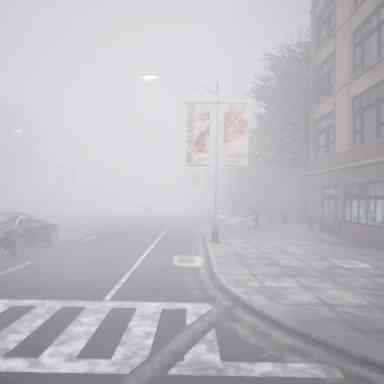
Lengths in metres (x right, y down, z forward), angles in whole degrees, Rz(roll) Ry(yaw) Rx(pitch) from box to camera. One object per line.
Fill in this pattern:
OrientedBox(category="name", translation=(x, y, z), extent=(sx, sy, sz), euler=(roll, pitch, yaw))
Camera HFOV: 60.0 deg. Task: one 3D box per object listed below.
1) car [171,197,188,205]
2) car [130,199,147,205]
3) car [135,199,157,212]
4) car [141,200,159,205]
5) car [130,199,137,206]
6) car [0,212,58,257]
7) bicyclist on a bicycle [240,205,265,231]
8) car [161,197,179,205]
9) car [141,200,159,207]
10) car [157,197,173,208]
OrientedBox(category="car", translation=(-2.974, 2.720, 86.131), extent=(2.128, 1.511, 4.902), euler=(1, -1, 31))
OrientedBox(category="car", translation=(-13.001, 2.443, 80.463), extent=(2.002, 1.452, 4.674), euler=(1, -1, 20))
OrientedBox(category="car", translation=(-6.722, 2.118, 49.314), extent=(1.812, 1.442, 4.674), euler=(1, -1, 1))
OrientedBox(category="car", translation=(-10.803, 2.636, 85.752), extent=(1.895, 1.301, 4.718), euler=(1, -1, 30))
OrientedBox(category="car", translation=(-12.014, 2.366, 73.525), extent=(1.812, 1.442, 4.674), euler=(1, -1, 13))
OrientedBox(category="car", translation=(-6.987, 1.558, 13.207), extent=(2.128, 1.511, 4.902), euler=(1, -1, 0))
OrientedBox(category="bicyclist on a bicycle", translation=(3.886, 1.691, 21.330), extent=(1.656, 1.620, 0.582), euler=(1, -1, 0))
OrientedBox(category="car", translation=(-5.812, 2.394, 88.180), extent=(2.150, 2.045, 5.566), euler=(1, -1, 31))
OrientedBox(category="car", translation=(-8.957, 2.408, 71.334), extent=(2.033, 1.411, 5.357), euler=(1, -1, 13))
OrientedBox(category="car", translation=(-5.864, 2.348, 67.410), extent=(1.882, 1.535, 5.008), euler=(1, -1, 8))
